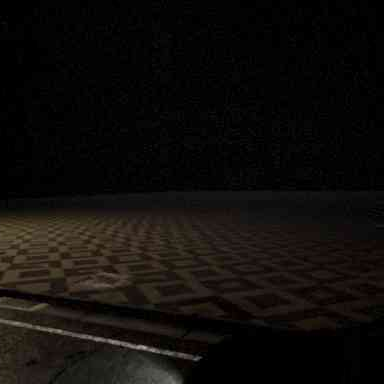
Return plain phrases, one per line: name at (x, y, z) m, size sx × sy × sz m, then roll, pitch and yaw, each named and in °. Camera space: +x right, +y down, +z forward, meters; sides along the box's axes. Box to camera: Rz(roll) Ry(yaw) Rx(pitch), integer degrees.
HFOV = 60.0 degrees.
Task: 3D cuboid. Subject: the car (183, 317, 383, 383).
car at (1.819, 1.564, 2.042) m, size 4.181 × 1.385 × 1.994 m, roll 0°, pitch 0°, yaw 21°
